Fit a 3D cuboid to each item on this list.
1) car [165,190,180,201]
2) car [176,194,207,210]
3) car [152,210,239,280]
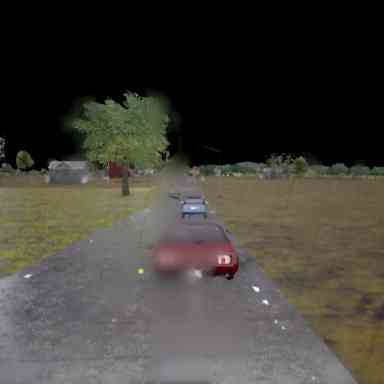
[{"bbox_3d":[-2.644,0.394,46.055,2.033,1.411,5.357,0,2,0],"label":"car"},{"bbox_3d":[0.170,1.069,25.011,2.033,1.411,5.357,0,1,1],"label":"car"},{"bbox_3d":[0.101,1.431,9.325,1.895,1.301,4.718,0,1,1],"label":"car"}]
